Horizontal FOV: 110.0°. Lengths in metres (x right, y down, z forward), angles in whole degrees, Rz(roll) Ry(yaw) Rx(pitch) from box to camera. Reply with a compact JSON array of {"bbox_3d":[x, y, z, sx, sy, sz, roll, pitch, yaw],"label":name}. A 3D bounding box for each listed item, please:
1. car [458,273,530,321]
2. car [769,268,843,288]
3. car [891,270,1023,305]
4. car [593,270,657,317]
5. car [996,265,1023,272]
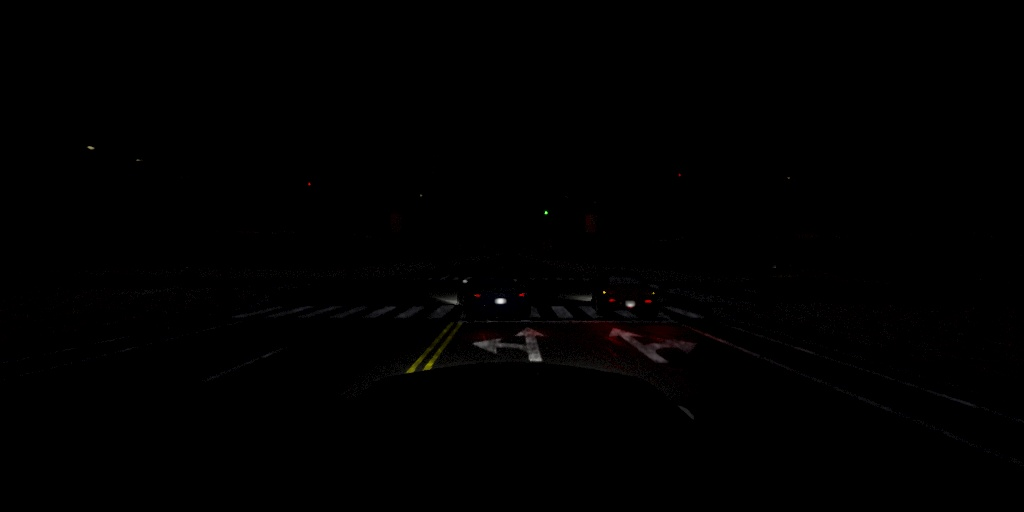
[{"bbox_3d":[-0.729,1.277,12.389,1.994,1.385,4.181,0,0,-12],"label":"car"},{"bbox_3d":[20.575,1.512,25.461,4.829,1.417,1.751,0,0,0],"label":"car"},{"bbox_3d":[20.718,1.533,16.932,4.507,1.381,1.888,0,0,0],"label":"car"},{"bbox_3d":[3.966,1.237,12.956,1.812,1.442,4.674,0,0,11],"label":"car"},{"bbox_3d":[25.805,1.372,16.917,5.009,1.841,2.192,0,0,0],"label":"car"}]
